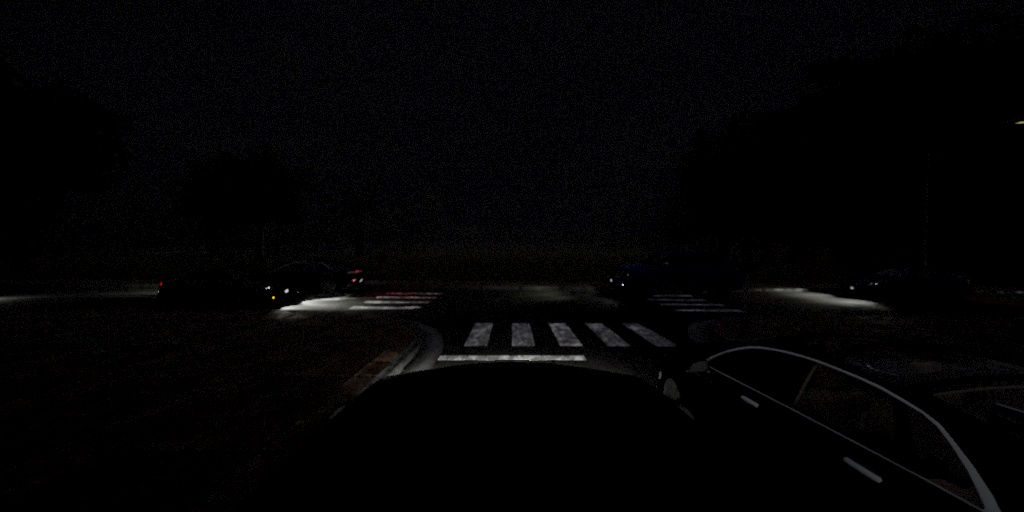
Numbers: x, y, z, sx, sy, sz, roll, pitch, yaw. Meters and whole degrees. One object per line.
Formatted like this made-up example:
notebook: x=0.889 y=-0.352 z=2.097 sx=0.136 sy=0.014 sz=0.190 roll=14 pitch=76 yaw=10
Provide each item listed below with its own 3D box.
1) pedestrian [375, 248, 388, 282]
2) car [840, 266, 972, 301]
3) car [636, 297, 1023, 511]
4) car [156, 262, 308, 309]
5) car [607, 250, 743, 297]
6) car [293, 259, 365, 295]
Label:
pedestrian: x=-6.877 y=0.442 z=18.904 sx=0.375 sy=1.860 sz=0.375 roll=0 pitch=2 yaw=0
car: x=17.528 y=1.158 z=16.022 sx=4.674 sy=1.442 sz=1.812 roll=0 pitch=2 yaw=0
car: x=2.637 y=1.281 z=2.747 sx=2.007 sy=1.370 sz=4.403 roll=0 pitch=0 yaw=0
car: x=-10.205 y=1.082 z=13.061 sx=4.181 sy=1.385 sz=1.994 roll=0 pitch=2 yaw=-1
car: x=7.190 y=0.760 z=16.012 sx=5.566 sy=2.045 sz=2.150 roll=1 pitch=2 yaw=0
car: x=-9.233 y=0.889 z=16.177 sx=4.902 sy=1.511 sz=2.128 roll=0 pitch=2 yaw=1
